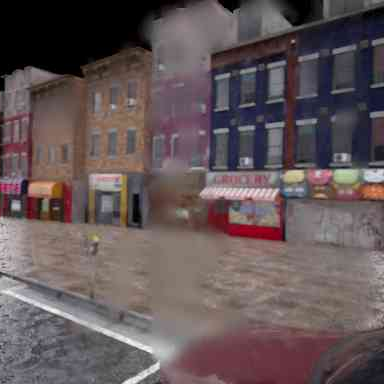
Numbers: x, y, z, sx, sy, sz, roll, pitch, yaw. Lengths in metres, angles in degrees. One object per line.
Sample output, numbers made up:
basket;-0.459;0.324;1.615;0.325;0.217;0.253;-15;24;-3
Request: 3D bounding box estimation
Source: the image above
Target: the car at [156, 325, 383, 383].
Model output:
car;1.773;1.560;1.917;4.674;1.442;1.812;0;-1;38
